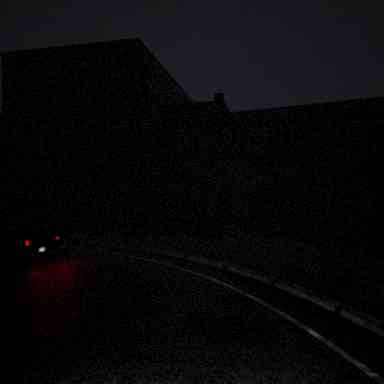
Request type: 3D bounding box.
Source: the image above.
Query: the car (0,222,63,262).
[{"bbox_3d":[-7.473,1.867,13.094,4.718,1.301,1.895,-2,0,26],"label":"car"}]
